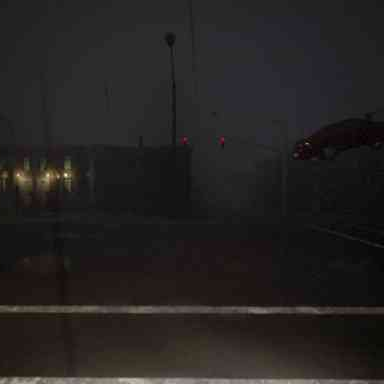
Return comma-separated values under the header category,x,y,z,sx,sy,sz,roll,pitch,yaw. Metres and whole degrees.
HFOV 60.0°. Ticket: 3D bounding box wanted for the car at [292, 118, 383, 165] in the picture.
category,x,y,z,sx,sy,sz,roll,pitch,yaw
car,6.519,-2.288,13.917,4.674,1.442,1.812,-14,0,0
